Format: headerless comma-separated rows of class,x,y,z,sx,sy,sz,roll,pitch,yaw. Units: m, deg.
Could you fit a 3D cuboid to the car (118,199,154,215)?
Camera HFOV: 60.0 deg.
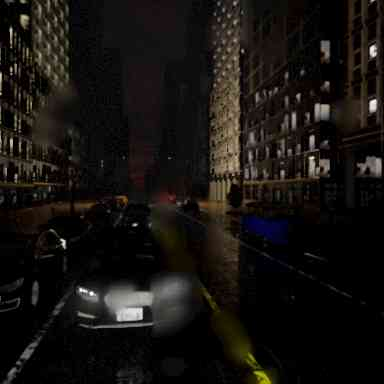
car,-3.526,1.461,21.516,1.882,1.535,5.008,0,0,-9

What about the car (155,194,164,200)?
car,-8.510,1.365,87.310,1.967,1.590,4.097,-1,0,-9

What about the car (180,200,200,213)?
car,-0.268,1.520,36.825,2.008,1.369,4.403,-1,0,-9

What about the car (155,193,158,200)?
car,-6.678,1.376,76.091,1.967,1.590,4.097,-1,0,-9

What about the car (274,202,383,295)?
car,4.308,1.306,8.778,2.192,1.841,5.009,-1,0,-9

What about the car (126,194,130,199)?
car,-11.287,1.400,52.303,1.967,1.590,4.097,-1,0,-9

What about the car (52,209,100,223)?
car,-4.876,1.573,13.038,1.802,1.307,4.206,-1,0,-9

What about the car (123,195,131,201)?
car,-16.779,1.480,85.960,2.008,1.369,4.403,-1,0,-9

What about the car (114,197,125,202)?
car,-8.539,1.524,35.475,2.008,1.369,4.403,-1,0,-9

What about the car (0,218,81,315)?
car,-3.961,1.546,7.428,2.008,1.369,4.403,-1,0,-9

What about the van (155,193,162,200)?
van,-9.426,1.260,92.919,1.690,1.788,3.998,-1,0,-9

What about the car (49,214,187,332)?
car,-1.290,1.486,7.178,2.128,1.511,4.902,0,0,-9

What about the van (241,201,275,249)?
van,3.393,1.328,14.388,1.690,1.788,3.998,-1,0,-9

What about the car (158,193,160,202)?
car,-4.848,1.261,64.873,2.192,1.841,5.009,-1,0,-9

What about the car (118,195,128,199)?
car,-10.370,1.546,46.694,1.802,1.307,4.206,-1,0,-9

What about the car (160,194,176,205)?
car,-3.933,1.266,59.263,2.192,1.841,5.009,-1,0,-9

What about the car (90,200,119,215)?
car,-6.708,1.533,24.257,2.008,1.369,4.403,-1,0,-9
